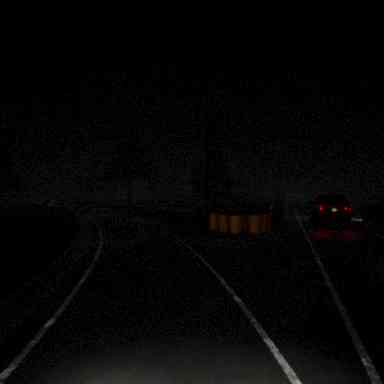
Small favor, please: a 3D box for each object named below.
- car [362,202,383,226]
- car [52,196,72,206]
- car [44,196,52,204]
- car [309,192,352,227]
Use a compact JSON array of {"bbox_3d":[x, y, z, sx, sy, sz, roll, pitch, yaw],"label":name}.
[{"bbox_3d":[12.898,1.429,22.457,1.837,1.490,4.892,0,0,16],"label":"car"},{"bbox_3d":[-21.858,1.614,56.501,1.994,1.385,4.181,0,0,-34],"label":"car"},{"bbox_3d":[-27.425,1.518,64.742,1.812,1.442,4.674,0,0,-34],"label":"car"},{"bbox_3d":[9.330,1.161,22.699,2.150,2.045,5.566,0,0,16],"label":"car"}]
